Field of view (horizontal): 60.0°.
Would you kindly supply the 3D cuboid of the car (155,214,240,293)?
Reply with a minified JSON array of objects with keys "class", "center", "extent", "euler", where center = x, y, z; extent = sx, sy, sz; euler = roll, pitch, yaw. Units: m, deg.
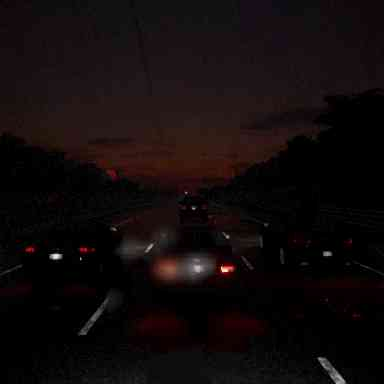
[{"class":"car","center":[0.109,1.563,8.992],"extent":[2.033,1.411,5.357],"euler":[0,0,0]}]

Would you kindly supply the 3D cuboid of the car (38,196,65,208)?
[{"class":"car","center":[-20.949,1.604,49.963],"extent":[2.150,2.045,5.566],"euler":[0,-1,0]}]

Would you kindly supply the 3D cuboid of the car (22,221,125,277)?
[{"class":"car","center":[-3.389,1.584,10.283],"extent":[1.994,1.385,4.181],"euler":[0,0,0]}]

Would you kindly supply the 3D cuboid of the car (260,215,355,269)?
[{"class":"car","center":[3.610,1.502,11.309],"extent":[1.882,1.535,5.008],"euler":[0,0,0]}]

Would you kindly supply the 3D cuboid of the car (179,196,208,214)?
[{"class":"car","center":[0.128,1.340,27.625],"extent":[2.150,2.045,5.566],"euler":[0,0,0]}]
